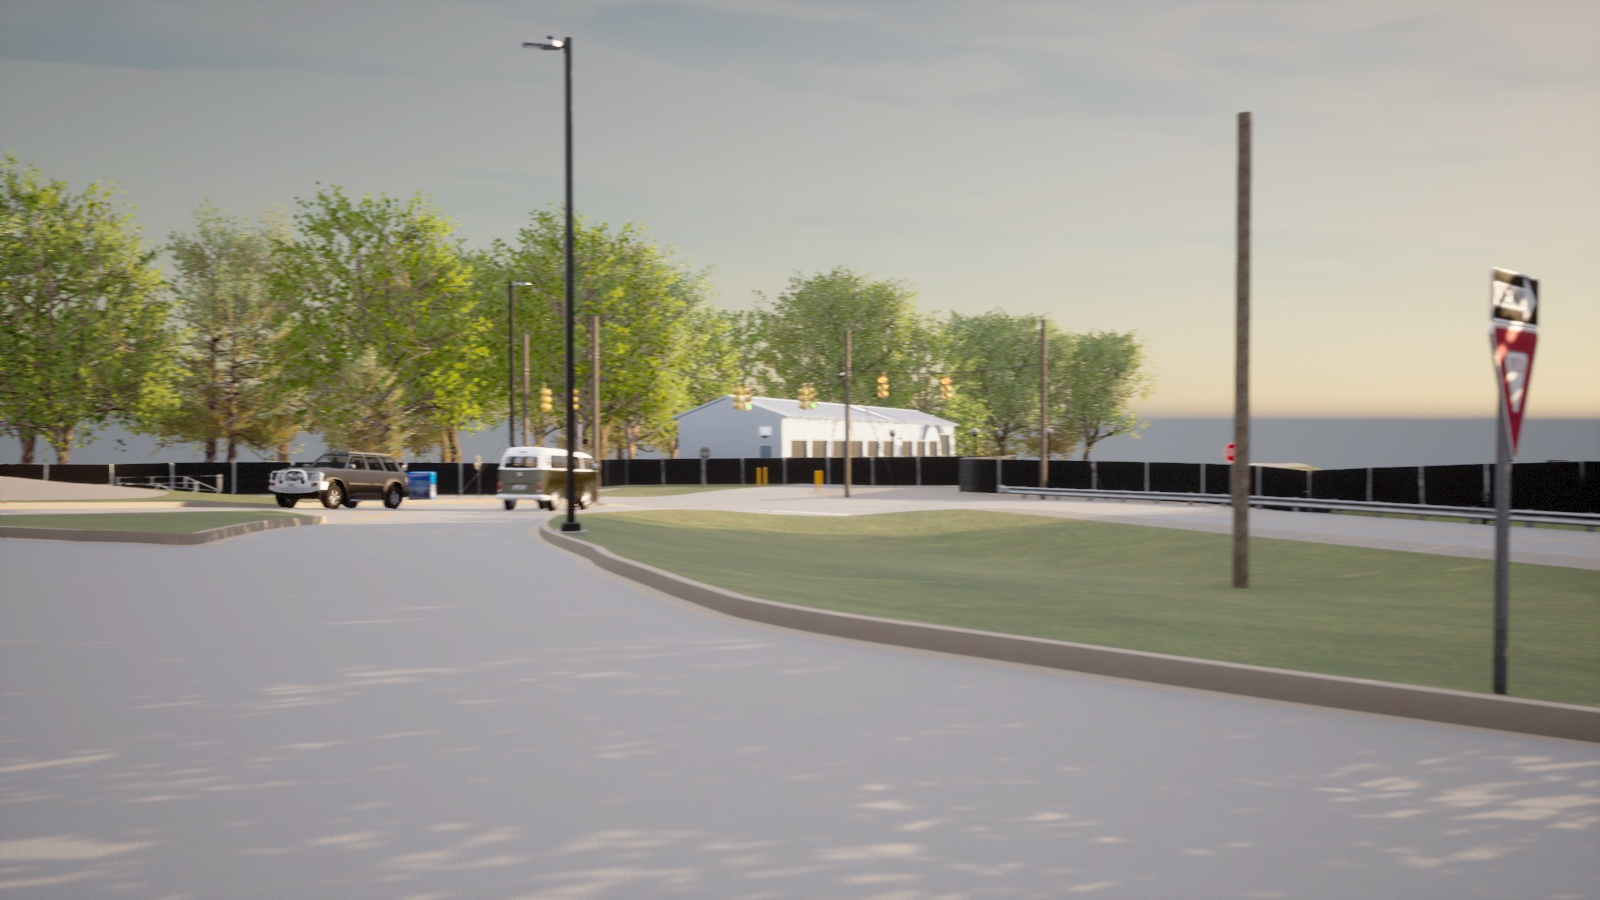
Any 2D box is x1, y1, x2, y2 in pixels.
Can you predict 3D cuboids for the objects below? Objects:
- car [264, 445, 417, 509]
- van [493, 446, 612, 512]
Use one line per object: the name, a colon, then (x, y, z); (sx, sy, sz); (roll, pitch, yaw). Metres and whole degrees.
car: (-14.151, 0.889, 38.978); (1.932, 1.855, 4.605); (0, -3, 19)
van: (-8.045, 0.952, 41.210); (2.069, 2.038, 4.480); (0, -2, 14)
